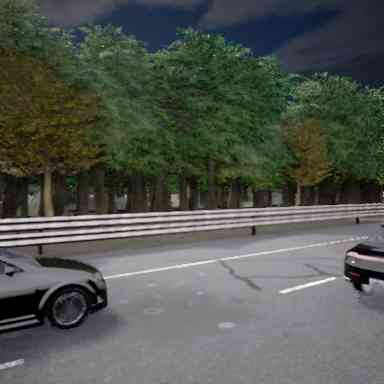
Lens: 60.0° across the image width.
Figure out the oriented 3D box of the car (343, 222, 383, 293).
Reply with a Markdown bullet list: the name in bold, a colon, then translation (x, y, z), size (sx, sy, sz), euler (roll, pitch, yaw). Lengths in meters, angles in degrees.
- **car**: translation (5.444, 1.488, 7.630), size (4.902, 1.511, 2.128), euler (0, 0, -35)

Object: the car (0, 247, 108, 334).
- **car**: translation (-3.577, 1.564, 5.494), size (4.181, 1.385, 1.994), euler (0, 0, -36)
